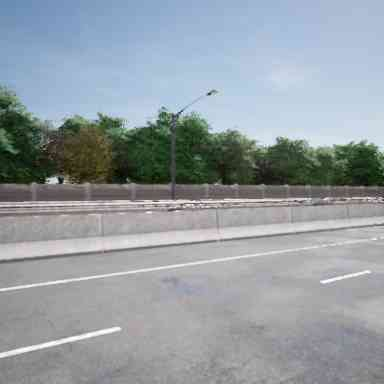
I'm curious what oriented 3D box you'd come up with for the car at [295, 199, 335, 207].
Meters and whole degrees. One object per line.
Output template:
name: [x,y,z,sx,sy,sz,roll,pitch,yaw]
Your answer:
car: [14.073,1.493,37.958,5.357,1.411,2.033,0,0,-32]
